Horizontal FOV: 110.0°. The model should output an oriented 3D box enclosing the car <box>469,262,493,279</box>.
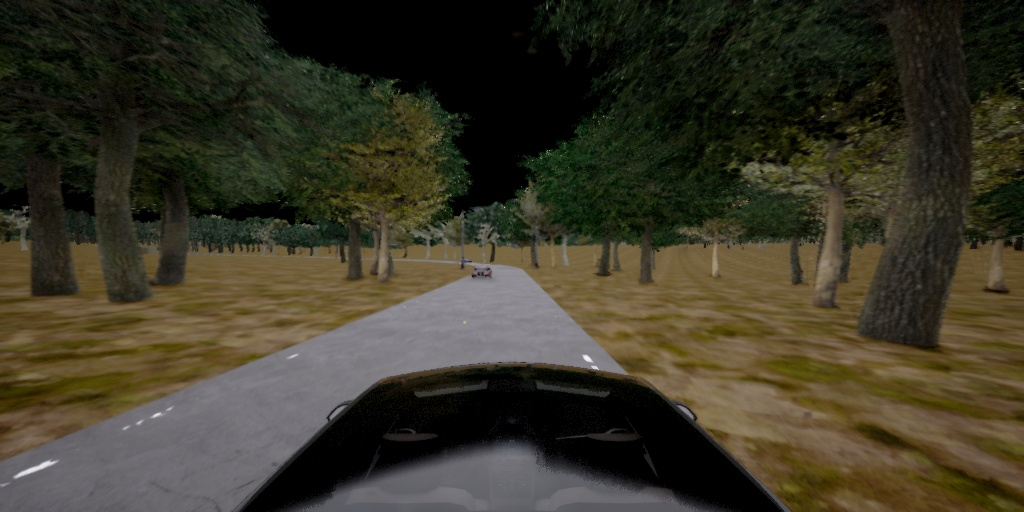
[{"bbox_3d":[-3.069,1.608,37.242,1.994,1.385,4.181,0,0,0],"label":"car"}]
